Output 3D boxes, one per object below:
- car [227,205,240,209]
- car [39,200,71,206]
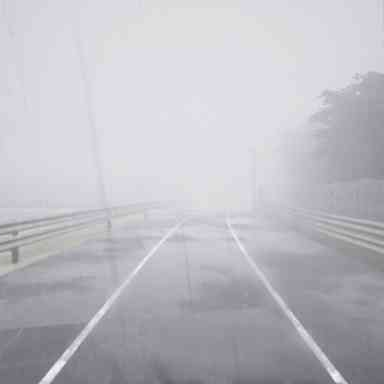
[{"bbox_3d":[10.729,3.965,85.834,1.812,1.442,4.674,-2,-4,33],"label":"car"},{"bbox_3d":[-22.571,2.024,55.010,4.902,1.511,2.128,2,-4,-31],"label":"car"}]
